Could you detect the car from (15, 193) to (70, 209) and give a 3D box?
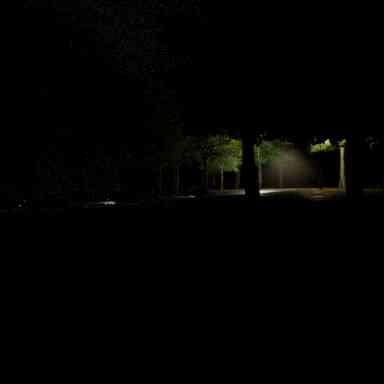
[{"bbox_3d":[-14.495,0.829,32.338,1.895,1.301,4.718,-1,2,37],"label":"car"}]

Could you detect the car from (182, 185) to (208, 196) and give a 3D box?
[{"bbox_3d":[0.499,-0.242,51.796,1.882,1.535,5.008,-1,2,38],"label":"car"}]

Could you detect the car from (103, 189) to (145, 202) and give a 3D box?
[{"bbox_3d":[-8.157,0.366,40.593,2.033,1.411,5.357,-1,2,37],"label":"car"}]
